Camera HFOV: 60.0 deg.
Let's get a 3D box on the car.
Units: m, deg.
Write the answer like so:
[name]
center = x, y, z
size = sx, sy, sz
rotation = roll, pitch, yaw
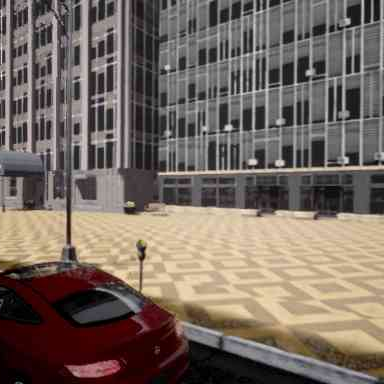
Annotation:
[car]
center = -1.980, 1.581, 4.279
size = 4.206, 1.307, 1.802
rotation = 0, 1, 36
